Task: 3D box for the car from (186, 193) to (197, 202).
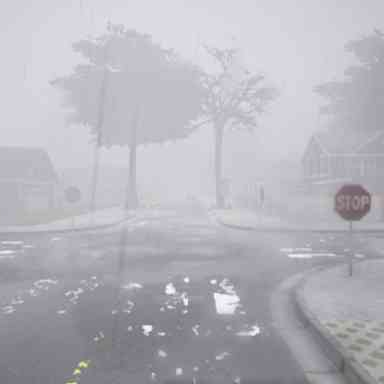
[{"bbox_3d":[-0.076,0.928,57.234,1.812,1.442,4.674,0,1,0],"label":"car"}]
